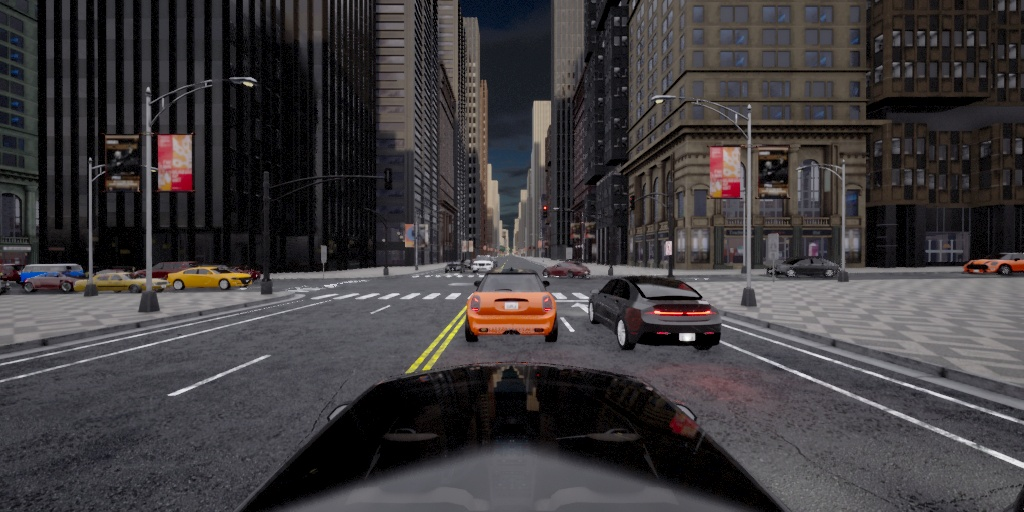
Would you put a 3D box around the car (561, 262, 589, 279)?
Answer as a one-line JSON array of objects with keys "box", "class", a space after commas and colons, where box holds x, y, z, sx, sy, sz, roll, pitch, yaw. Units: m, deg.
[{"box": [4.813, 1.236, 31.932, 1.812, 1.442, 4.674, 0, 0, -40], "class": "car"}]

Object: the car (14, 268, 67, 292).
[{"box": [-30.775, 1.715, 24.783, 4.181, 1.385, 1.994, -1, 0, 1], "class": "car"}]

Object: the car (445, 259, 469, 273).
[{"box": [-6.688, 1.299, 42.473, 1.994, 1.385, 4.181, 0, 0, 0], "class": "car"}]

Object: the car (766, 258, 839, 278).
[{"box": [22.591, 0.921, 28.000, 4.892, 1.490, 1.837, 0, 0, 0], "class": "car"}]

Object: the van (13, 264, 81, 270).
[{"box": [-39.296, 1.583, 30.655, 3.998, 1.789, 1.690, 0, 0, 0], "class": "van"}]

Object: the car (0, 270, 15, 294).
[{"box": [-33.817, 1.754, 22.109, 4.403, 1.370, 2.007, 0, 0, 0], "class": "car"}]

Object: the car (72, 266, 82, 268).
[{"box": [-34.209, 1.755, 30.649, 4.207, 1.307, 1.802, 0, 0, 0], "class": "car"}]

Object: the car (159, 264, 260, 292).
[{"box": [-20.776, 1.492, 24.768, 5.008, 1.535, 1.882, -1, 0, 0], "class": "car"}]

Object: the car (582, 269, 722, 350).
[{"box": [3.237, 1.254, 9.059, 1.837, 1.490, 4.892, 0, 0, 0], "class": "car"}]

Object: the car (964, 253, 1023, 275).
[{"box": [38.461, 0.553, 28.004, 4.553, 1.767, 2.097, -1, 0, -1], "class": "car"}]

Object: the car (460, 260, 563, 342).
[{"box": [-0.005, 1.102, 9.920, 2.097, 1.767, 4.553, 0, 0, 0], "class": "car"}]

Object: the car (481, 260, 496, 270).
[{"box": [-3.446, 1.290, 53.287, 1.994, 1.385, 4.181, 0, 0, 1], "class": "car"}]

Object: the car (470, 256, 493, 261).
[{"box": [-3.440, 0.956, 43.315, 2.150, 2.045, 5.566, 0, 0, 0], "class": "car"}]

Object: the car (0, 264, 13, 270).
[{"box": [-44.383, 1.626, 30.661, 5.009, 1.841, 2.192, 0, 0, 0], "class": "car"}]

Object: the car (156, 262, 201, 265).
[{"box": [-24.239, 1.400, 27.969, 4.553, 1.767, 2.097, -1, 0, 0], "class": "car"}]

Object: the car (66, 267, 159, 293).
[{"box": [-23.876, 1.596, 22.109, 4.829, 1.417, 1.751, 0, 0, 0], "class": "car"}]

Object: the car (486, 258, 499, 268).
[{"box": [-3.450, 1.207, 63.554, 2.128, 1.511, 4.902, 0, 0, 0], "class": "car"}]

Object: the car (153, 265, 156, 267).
[{"box": [-29.122, 1.419, 30.643, 5.009, 1.841, 2.192, 0, 0, 0], "class": "car"}]
